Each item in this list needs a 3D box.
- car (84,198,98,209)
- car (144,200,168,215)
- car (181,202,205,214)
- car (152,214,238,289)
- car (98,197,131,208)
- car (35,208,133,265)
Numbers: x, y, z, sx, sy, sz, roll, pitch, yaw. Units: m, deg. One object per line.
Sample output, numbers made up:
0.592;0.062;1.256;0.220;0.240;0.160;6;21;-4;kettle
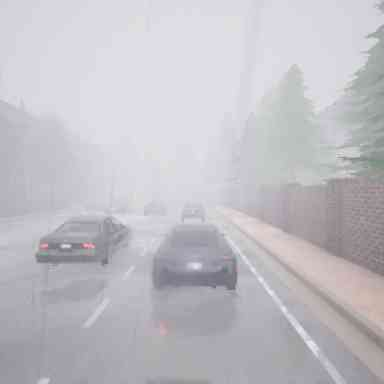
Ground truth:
-10.616;1.404;37.449;1.837;1.490;4.892;1;0;-1;car
-3.401;1.477;32.101;1.994;1.385;4.181;0;0;0;car
0.090;1.476;26.547;2.033;1.411;5.357;0;0;0;car
0.073;1.540;9.107;1.994;1.385;4.181;0;0;0;car
-7.104;1.405;32.074;2.128;1.511;4.902;0;0;0;car
-3.413;1.516;11.540;2.033;1.411;5.357;0;0;0;car
